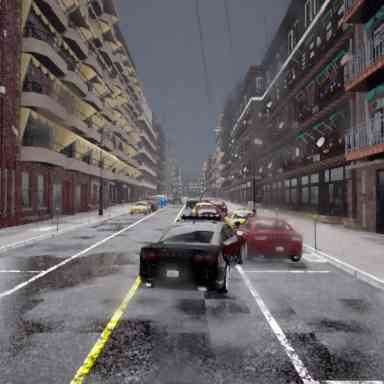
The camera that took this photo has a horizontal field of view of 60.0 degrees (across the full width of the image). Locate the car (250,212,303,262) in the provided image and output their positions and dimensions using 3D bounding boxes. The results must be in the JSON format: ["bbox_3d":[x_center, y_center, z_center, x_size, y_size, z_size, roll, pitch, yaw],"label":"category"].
[{"bbox_3d":[2.613,1.554,12.074,1.887,1.381,4.507,1,0,0],"label":"car"}]

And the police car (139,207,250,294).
[{"bbox_3d":[0.298,1.431,9.129,1.930,1.638,5.238,0,0,15],"label":"police car"}]

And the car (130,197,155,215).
[{"bbox_3d":[-5.214,1.571,34.109,1.752,1.417,4.829,2,0,0],"label":"car"}]

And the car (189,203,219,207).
[{"bbox_3d":[0.870,1.543,18.747,1.812,1.442,4.674,0,0,0],"label":"car"}]

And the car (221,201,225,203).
[{"bbox_3d":[2.666,1.591,34.197,1.887,1.381,4.507,1,0,0],"label":"car"}]

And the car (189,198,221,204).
[{"bbox_3d":[0.885,1.482,24.941,1.801,1.575,5.366,0,0,0],"label":"car"}]

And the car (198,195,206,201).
[{"bbox_3d":[2.765,1.682,89.507,1.967,1.590,4.097,1,0,0],"label":"car"}]

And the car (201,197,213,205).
[{"bbox_3d":[2.732,1.669,61.850,1.887,1.381,4.507,1,0,0],"label":"car"}]

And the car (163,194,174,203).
[{"bbox_3d":[-5.116,1.482,72.992,2.192,1.841,5.009,1,0,0],"label":"car"}]

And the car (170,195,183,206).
[{"bbox_3d":[-2.608,1.640,59.307,1.812,1.442,4.674,0,0,0],"label":"car"}]

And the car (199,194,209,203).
[{"bbox_3d":[2.742,1.504,78.444,2.192,1.841,5.009,1,0,0],"label":"car"}]

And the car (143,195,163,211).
[{"bbox_3d":[-5.195,1.373,39.811,2.192,1.841,5.009,2,0,0],"label":"car"}]

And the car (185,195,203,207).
[{"bbox_3d":[0.120,1.550,45.600,1.882,1.535,5.008,0,0,0],"label":"car"}]

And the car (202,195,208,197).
[{"bbox_3d":[2.719,1.649,56.320,1.887,1.381,4.507,1,0,0],"label":"car"}]

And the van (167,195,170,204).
[{"bbox_3d":[-5.157,1.446,56.401,1.690,1.788,3.998,1,0,0],"label":"van"}]

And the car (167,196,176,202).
[{"bbox_3d":[-5.097,1.781,84.053,1.947,1.339,4.313,1,0,0],"label":"car"}]

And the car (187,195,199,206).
[{"bbox_3d":[0.142,1.467,59.439,2.097,1.767,4.553,0,0,0],"label":"car"}]

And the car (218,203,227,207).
[{"bbox_3d":[2.628,1.541,17.776,1.752,1.417,4.829,1,0,0],"label":"car"}]

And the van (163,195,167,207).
[{"bbox_3d":[-5.169,1.428,50.869,1.690,1.788,3.998,2,0,0],"label":"van"}]

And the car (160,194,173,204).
[{"bbox_3d":[-5.130,1.460,67.462,2.192,1.841,5.009,1,0,0],"label":"car"}]
